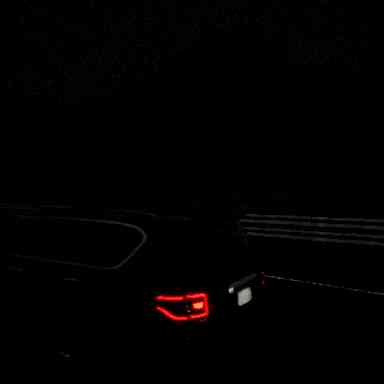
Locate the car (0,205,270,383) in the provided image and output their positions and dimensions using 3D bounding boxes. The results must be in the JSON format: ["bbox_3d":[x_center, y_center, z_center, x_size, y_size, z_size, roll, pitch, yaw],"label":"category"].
[{"bbox_3d":[-1.610,1.221,5.141,5.566,2.045,2.150,0,0,36],"label":"car"}]

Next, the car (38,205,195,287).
[{"bbox_3d":[-2.377,1.353,9.988,4.553,1.767,2.097,0,0,35],"label":"car"}]
